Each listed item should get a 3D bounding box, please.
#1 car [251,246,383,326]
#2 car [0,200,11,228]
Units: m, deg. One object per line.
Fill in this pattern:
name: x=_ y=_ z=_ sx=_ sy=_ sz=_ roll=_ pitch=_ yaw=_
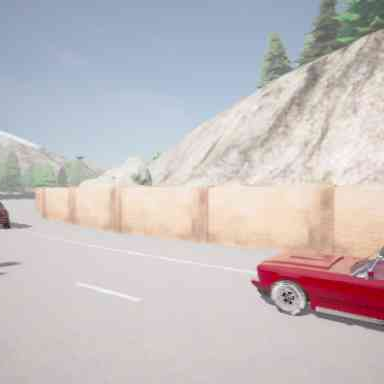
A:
car: x=3.493 y=1.592 z=5.802 sx=4.718 sy=1.301 sz=1.895 roll=1 pitch=0 yaw=35
car: x=-12.493 y=1.184 z=20.007 sx=2.097 sy=1.767 sz=4.553 roll=0 pitch=0 yaw=-40
